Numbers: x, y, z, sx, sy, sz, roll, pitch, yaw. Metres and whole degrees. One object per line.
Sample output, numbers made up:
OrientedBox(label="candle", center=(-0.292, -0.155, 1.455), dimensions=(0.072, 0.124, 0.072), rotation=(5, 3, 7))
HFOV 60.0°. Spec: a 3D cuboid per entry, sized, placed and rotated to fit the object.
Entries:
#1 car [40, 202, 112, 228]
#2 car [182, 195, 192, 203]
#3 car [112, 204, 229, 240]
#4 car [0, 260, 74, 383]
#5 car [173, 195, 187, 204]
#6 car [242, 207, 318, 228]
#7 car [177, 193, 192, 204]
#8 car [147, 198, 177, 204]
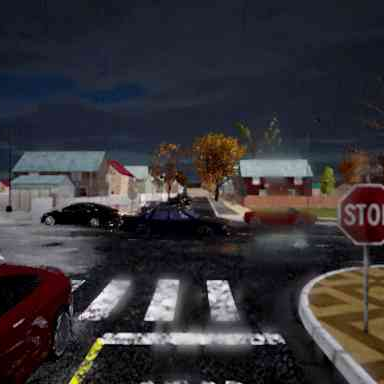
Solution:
OrientedBox(label="car", center=(-6.988, 1.411, 20.758), dimensions=(4.892, 1.490, 1.837), rotation=(1, 0, 8))
OrientedBox(label="car", center=(-0.970, 1.454, 67.390), dimensions=(1.812, 1.442, 4.674), rotation=(0, 0, 2))
OrientedBox(label="car", center=(-0.871, 1.498, 16.427), dimensions=(5.357, 1.411, 2.033), rotation=(1, 0, 8))
OrientedBox(label="car", center=(-2.652, 1.519, 3.170), dimensions=(1.812, 1.442, 4.674), rotation=(0, 0, 1))
OrientedBox(label="car", center=(-2.023, 1.438, 41.688), dimensions=(1.837, 1.490, 4.892), rotation=(0, 0, 2))
OrientedBox(label="car", center=(5.759, 1.655, 22.284), dimensions=(4.718, 1.301, 1.895), rotation=(1, 0, 8))
OrientedBox(label="car", center=(-1.531, 1.149, 54.241), dimensions=(2.150, 2.045, 5.566), rotation=(0, 0, 2))
OrientedBox(label="car", center=(-3.164, 1.492, 29.594), dimensions=(2.033, 1.411, 5.357), rotation=(0, 0, 11))
